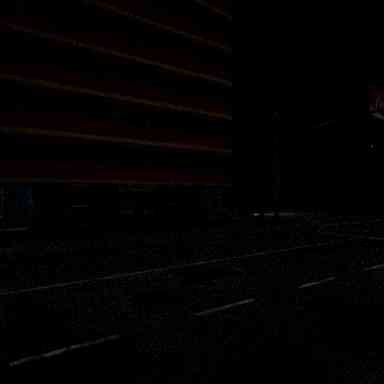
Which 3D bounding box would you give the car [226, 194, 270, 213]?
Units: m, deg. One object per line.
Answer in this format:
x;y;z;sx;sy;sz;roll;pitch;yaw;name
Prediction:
6.235;1.224;37.993;2.150;2.045;5.566;0;0;-37;car
